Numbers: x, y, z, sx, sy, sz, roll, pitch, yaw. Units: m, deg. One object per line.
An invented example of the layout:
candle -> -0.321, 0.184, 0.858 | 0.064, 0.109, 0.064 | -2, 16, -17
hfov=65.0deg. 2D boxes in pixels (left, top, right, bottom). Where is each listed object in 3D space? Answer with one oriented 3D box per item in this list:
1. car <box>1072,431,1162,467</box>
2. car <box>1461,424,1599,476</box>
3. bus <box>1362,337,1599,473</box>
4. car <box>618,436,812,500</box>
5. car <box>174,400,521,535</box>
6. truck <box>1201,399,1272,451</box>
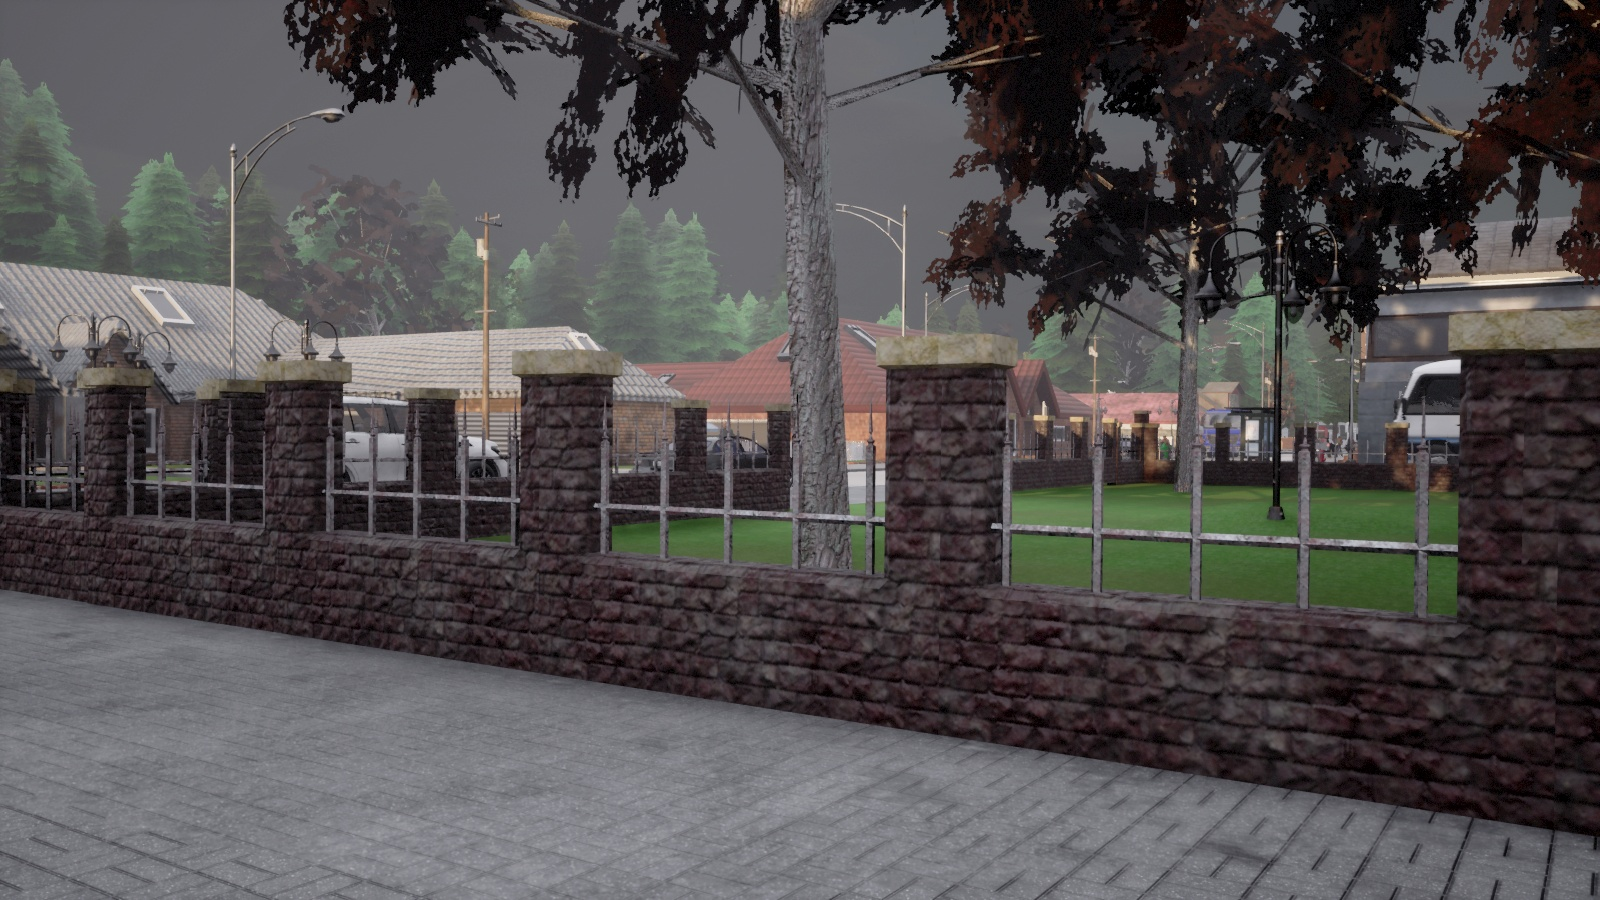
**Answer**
car -> 13.343, -0.069, 53.230 | 2.033, 1.411, 5.357 | -1, 1, -5
car -> 23.066, -0.023, 38.337 | 5.008, 1.535, 1.882 | 0, 1, 30
bus -> 24.764, -1.444, 42.122 | 10.273, 4.253, 3.944 | 0, 1, 33
car -> -1.944, 0.375, 30.879 | 2.033, 1.411, 5.357 | 0, 1, 31
car -> -7.683, 0.219, 22.017 | 2.150, 2.045, 5.566 | 0, 1, 32
truck -> 30.727, -1.733, 88.221 | 2.891, 3.462, 7.936 | 0, 1, 33
